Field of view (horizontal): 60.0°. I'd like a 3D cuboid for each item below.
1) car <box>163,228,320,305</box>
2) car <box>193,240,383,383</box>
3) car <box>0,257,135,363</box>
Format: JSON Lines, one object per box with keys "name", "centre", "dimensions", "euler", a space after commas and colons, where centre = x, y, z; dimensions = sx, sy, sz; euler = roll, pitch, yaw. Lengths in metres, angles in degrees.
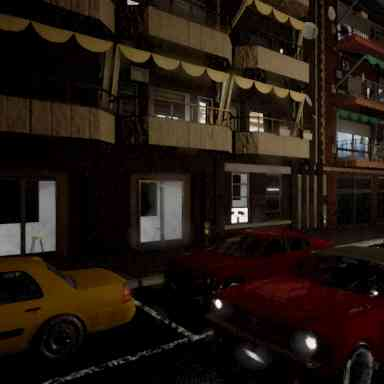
{"name": "car", "centre": [1.474, 1.551, 7.615], "dimensions": [4.507, 1.381, 1.887], "euler": [0, 0, -35]}
{"name": "car", "centre": [2.520, 1.606, 5.177], "dimensions": [4.718, 1.301, 1.895], "euler": [0, 0, -35]}
{"name": "car", "centre": [-3.164, 1.525, 4.309], "dimensions": [4.829, 1.417, 1.752], "euler": [0, 0, -35]}
